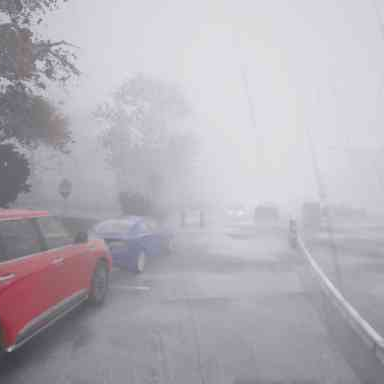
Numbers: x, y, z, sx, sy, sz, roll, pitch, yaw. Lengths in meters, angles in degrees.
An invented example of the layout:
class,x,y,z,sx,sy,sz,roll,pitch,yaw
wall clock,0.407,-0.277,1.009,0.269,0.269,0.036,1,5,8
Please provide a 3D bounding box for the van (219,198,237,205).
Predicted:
class,x,y,z,sx,sy,sz,roll,pitch,yaw
van,9.711,2.562,89.970,4.442,1.987,1.878,0,-2,-7

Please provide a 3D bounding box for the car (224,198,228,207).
class,x,y,z,sx,sy,sz,roll,pitch,yaw
car,4.139,2.338,67.038,4.892,1.521,2.231,-1,-1,-7

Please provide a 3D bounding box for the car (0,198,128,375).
class,x,y,z,sx,sy,sz,roll,pitch,yaw
car,-3.050,1.233,4.994,2.435,2.045,5.566,0,0,6

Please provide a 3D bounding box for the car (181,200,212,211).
class,x,y,z,sx,sy,sz,roll,pitch,yaw
car,0.687,2.124,52.715,4.792,1.488,2.163,-1,-1,-7

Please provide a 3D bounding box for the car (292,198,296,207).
class,x,y,z,sx,sy,sz,roll,pitch,yaw
car,18.698,2.143,51.455,4.792,1.488,2.163,1,0,-7

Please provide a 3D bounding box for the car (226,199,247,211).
class,x,y,z,sx,sy,sz,roll,pitch,yaw
car,6.851,2.198,51.190,1.895,1.301,4.718,0,-1,14

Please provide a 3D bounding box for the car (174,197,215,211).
class,x,y,z,sx,sy,sz,roll,pitch,yaw
car,0.057,1.795,49.871,5.566,2.045,2.435,-1,-1,-7

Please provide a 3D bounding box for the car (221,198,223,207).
class,x,y,z,sx,sy,sz,roll,pitch,yaw
car,2.736,2.267,61.308,4.792,1.488,2.163,-1,-1,-7

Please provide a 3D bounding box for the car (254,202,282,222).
class,x,y,z,sx,sy,sz,roll,pitch,yaw
car,6.486,1.662,28.643,1.882,1.535,5.008,0,-1,16

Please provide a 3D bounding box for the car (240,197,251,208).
class,x,y,z,sx,sy,sz,roll,pitch,yaw
car,10.585,2.082,66.549,2.150,2.045,5.566,0,-1,14

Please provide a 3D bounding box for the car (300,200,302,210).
class,x,y,z,sx,sy,sz,roll,pitch,yaw
car,16.007,1.964,40.044,4.674,1.452,2.002,1,0,-7

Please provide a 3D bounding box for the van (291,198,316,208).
class,x,y,z,sx,sy,sz,roll,pitch,yaw
van,22.931,2.189,68.601,4.442,1.987,1.878,1,-1,-7

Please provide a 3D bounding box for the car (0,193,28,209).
class,x,y,z,sx,sy,sz,roll,pitch,yaw
car,-19.376,0.777,33.213,5.357,1.411,2.033,3,-1,15

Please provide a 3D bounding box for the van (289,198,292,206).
class,x,y,z,sx,sy,sz,roll,pitch,yaw
van,21.340,2.080,62.859,4.442,1.987,1.878,1,-1,-7

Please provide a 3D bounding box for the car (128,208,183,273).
class,x,y,z,sx,sy,sz,roll,pitch,yaw
car,-2.013,1.512,10.898,2.097,1.535,5.008,0,0,12

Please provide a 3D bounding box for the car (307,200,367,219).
class,x,y,z,sx,sy,sz,roll,pitch,yaw
car,13.961,1.783,31.491,4.892,1.521,2.231,1,-1,-7

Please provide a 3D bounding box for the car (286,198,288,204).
class,x,y,z,sx,sy,sz,roll,pitch,yaw
car,23.464,2.339,71.434,4.553,1.767,2.185,1,-1,-7

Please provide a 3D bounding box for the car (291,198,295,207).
class,x,y,z,sx,sy,sz,roll,pitch,yaw
car,19.415,2.162,54.313,4.892,1.521,2.231,1,0,-7

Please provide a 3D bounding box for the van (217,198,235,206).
class,x,y,z,sx,sy,sz,roll,pitch,yaw
van,8.796,2.503,87.070,4.442,1.987,1.878,0,-1,-7

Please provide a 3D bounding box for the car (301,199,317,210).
class,x,y,z,sx,sy,sz,roll,pitch,yaw
car,15.331,1.878,37.191,4.892,1.521,2.231,1,0,-7

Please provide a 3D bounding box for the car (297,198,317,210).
class,x,y,z,sx,sy,sz,roll,pitch,yaw
car,16.869,1.972,42.927,5.366,1.575,1.946,1,-1,-7

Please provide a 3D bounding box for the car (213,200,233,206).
class,x,y,z,sx,sy,sz,roll,pitch,yaw
car,7.545,2.650,81.359,4.674,1.452,2.002,0,-2,-7

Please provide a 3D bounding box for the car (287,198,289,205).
class,x,y,z,sx,sy,sz,roll,pitch,yaw
car,22.125,2.359,65.729,5.008,1.535,2.097,1,-1,-7

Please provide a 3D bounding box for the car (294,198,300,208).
class,x,y,z,sx,sy,sz,roll,pitch,yaw
car,18.056,2.067,48.601,4.892,1.521,2.231,1,0,-7

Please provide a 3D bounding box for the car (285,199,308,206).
class,x,y,z,sx,sy,sz,roll,pitch,yaw
car,27.761,2.818,88.572,5.366,1.575,1.946,1,-1,-7

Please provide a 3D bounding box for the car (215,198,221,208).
class,x,y,z,sx,sy,sz,roll,pitch,yaw
car,2.110,2.063,58.456,4.553,1.767,2.185,-1,-1,-7

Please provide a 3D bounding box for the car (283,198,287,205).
class,x,y,z,sx,sy,sz,roll,pitch,yaw
car,24.886,2.328,77.149,5.566,2.045,2.435,1,-1,-7

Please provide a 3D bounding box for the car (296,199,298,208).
class,x,y,z,sx,sy,sz,roll,pitch,yaw
car,17.368,2.059,45.752,4.674,1.452,2.002,1,0,-7
